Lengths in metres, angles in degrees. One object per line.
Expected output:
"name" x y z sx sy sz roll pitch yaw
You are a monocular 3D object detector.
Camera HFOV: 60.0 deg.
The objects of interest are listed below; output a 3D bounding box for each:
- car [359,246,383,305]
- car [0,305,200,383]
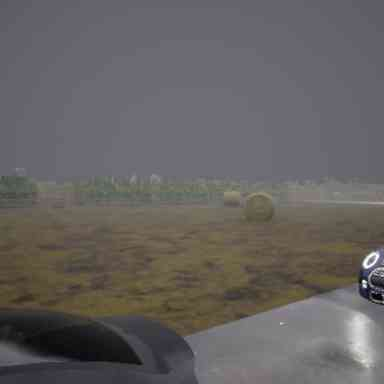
"car" 5.512 1.346 6.996 4.553 1.767 2.097 0 0 -35
"car" -2.058 1.508 1.328 4.892 1.490 1.837 0 0 -38
